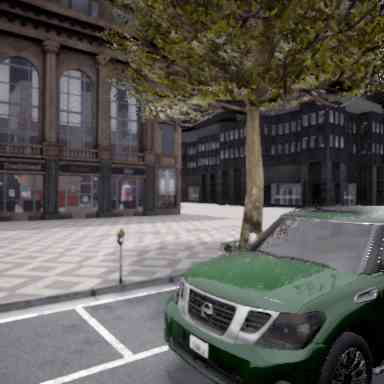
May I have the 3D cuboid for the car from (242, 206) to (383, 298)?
[{"bbox_3d":[4.018,1.383,9.543,5.009,1.841,2.192,1,0,-36],"label":"car"}]

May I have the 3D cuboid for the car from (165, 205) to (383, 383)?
[{"bbox_3d":[2.317,1.258,5.045,5.566,2.045,2.150,1,0,-36],"label":"car"}]
